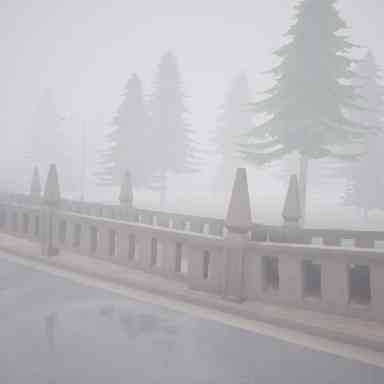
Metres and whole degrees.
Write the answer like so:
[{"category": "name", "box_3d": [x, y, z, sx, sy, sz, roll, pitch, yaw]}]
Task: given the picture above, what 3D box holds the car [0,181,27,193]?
[{"category": "car", "box_3d": [-21.256, -0.474, 37.413, 1.882, 1.535, 5.008, 4, 3, 37]}]
